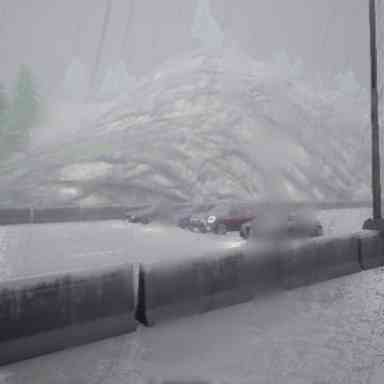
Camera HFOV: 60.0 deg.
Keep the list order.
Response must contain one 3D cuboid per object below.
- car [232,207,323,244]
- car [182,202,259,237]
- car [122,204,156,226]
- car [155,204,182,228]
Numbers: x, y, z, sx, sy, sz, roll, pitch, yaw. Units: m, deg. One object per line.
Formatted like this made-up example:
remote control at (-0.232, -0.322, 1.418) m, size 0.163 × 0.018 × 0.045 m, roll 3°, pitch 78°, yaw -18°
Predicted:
car at (4.227, 1.575, 15.570) m, size 4.181 × 1.385 × 1.994 m, roll 0°, pitch 0°, yaw -35°
car at (2.048, 1.359, 18.315) m, size 4.553 × 1.767 × 2.097 m, roll 0°, pitch 0°, yaw -35°
car at (-2.209, 1.549, 23.879) m, size 5.357 × 1.411 × 2.033 m, roll 0°, pitch 0°, yaw -35°
car at (0.124, 1.569, 21.242) m, size 4.181 × 1.385 × 1.994 m, roll 0°, pitch 0°, yaw -35°
